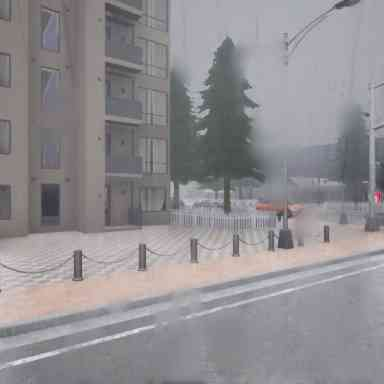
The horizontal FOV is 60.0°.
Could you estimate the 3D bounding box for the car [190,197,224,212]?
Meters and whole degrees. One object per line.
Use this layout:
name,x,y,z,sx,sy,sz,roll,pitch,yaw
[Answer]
car,1.828,1.579,37.589,1.994,1.385,4.181,0,0,-37

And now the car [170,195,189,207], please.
car,-3.253,1.563,50.387,2.033,1.411,5.357,0,0,-37

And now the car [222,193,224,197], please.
car,7.475,1.092,94.733,1.905,1.878,3.866,0,0,-37

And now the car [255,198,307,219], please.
car,7.872,1.367,29.600,2.097,1.767,4.553,0,0,-37

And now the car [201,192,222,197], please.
car,5.388,1.113,92.669,1.932,1.855,4.605,0,0,-37
